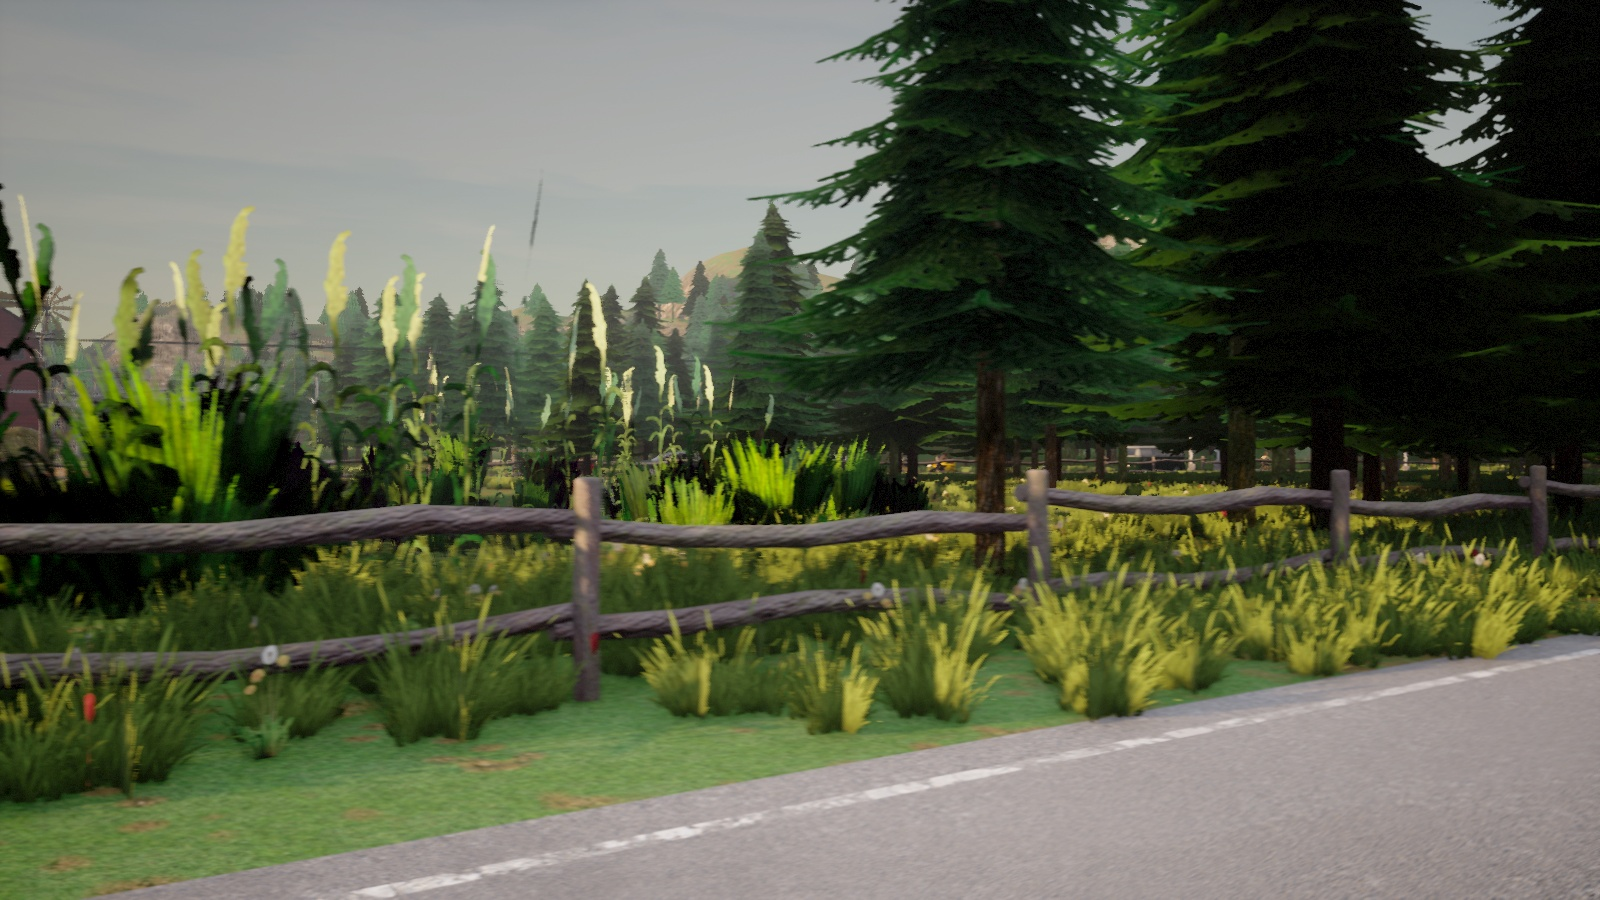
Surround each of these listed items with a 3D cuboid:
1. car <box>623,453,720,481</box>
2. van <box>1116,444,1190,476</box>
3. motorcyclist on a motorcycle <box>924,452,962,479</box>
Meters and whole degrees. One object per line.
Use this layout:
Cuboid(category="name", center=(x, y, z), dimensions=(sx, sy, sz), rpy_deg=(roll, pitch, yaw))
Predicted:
Cuboid(category="car", center=(-6.912, 0.898, 67.682), dimensions=(4.892, 1.490, 1.837), rpy_deg=(0, 0, -27))
Cuboid(category="van", center=(22.197, 0.621, 78.911), dimensions=(4.442, 1.987, 1.775), rpy_deg=(0, 0, -28))
Cuboid(category="motorcyclist on a motorcycle", center=(8.147, 0.860, 71.569), dimensions=(2.044, 1.523, 0.797), rpy_deg=(0, 0, -28))
